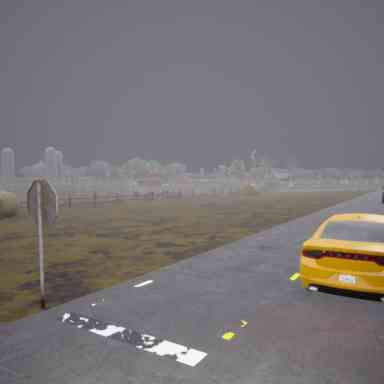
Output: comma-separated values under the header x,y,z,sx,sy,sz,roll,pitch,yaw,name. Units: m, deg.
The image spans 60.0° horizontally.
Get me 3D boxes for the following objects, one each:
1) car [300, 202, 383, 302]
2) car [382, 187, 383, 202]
x,y,z,sx,sy,sz,roll,pitch,yaw,name
3.944,1.231,7.673,1.882,1.535,5.008,0,2,33,car
20.068,0.054,32.760,2.150,2.045,5.566,0,2,33,car
